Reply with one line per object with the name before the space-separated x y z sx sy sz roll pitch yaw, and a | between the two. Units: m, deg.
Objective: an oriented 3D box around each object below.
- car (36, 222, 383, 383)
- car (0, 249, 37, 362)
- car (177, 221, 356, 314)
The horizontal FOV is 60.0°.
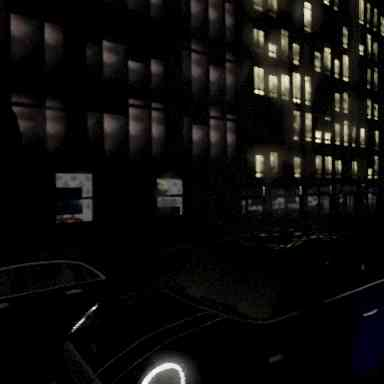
car | 0.850 1.331 3.985 4.553 1.767 2.097 -1 0 -36
car | -2.723 1.548 4.628 4.403 1.369 2.008 -1 0 -36
car | 1.903 1.537 7.929 4.206 1.307 1.802 -1 0 -36
